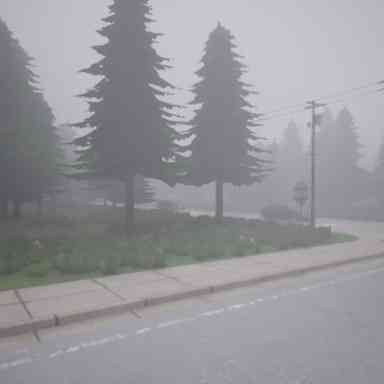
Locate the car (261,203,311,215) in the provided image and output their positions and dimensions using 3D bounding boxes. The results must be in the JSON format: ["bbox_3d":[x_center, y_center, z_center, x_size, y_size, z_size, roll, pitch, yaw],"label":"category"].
[{"bbox_3d":[7.827,1.693,27.352,1.837,1.490,4.892,1,0,-33],"label":"car"}]

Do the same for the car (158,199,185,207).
[{"bbox_3d":[-2.727,1.693,43.113,2.128,1.511,4.902,1,0,-34],"label":"car"}]
